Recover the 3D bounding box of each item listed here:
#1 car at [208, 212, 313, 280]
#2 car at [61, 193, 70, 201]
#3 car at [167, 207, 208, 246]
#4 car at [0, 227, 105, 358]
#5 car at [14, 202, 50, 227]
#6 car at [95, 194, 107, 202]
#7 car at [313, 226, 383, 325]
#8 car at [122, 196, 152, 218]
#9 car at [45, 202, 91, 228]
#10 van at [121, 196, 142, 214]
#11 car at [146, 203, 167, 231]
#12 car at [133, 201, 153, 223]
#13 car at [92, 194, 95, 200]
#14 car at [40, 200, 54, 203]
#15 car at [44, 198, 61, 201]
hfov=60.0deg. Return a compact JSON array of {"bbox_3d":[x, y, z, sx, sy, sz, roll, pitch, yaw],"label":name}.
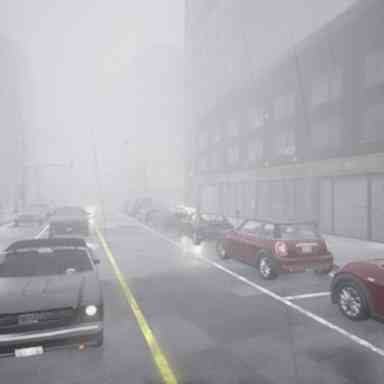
[{"bbox_3d":[2.251,1.461,10.158,1.967,1.590,4.097,0,0,-19],"label":"car"},{"bbox_3d":[-32.845,1.572,85.519,1.967,1.590,4.097,0,0,-20],"label":"car"},{"bbox_3d":[0.478,1.578,15.390,2.008,1.369,4.403,0,0,-19],"label":"car"},{"bbox_3d":[-2.666,1.607,6.076,1.895,1.301,4.718,0,0,-19],"label":"car"},{"bbox_3d":[-11.139,1.604,23.109,1.802,1.307,4.206,0,0,-19],"label":"car"},{"bbox_3d":[-20.966,1.566,77.793,1.967,1.590,4.097,0,0,-20],"label":"car"},{"bbox_3d":[4.023,1.455,4.927,1.967,1.590,4.097,0,0,-19],"label":"car"},{"bbox_3d":[-4.839,1.361,31.085,2.192,1.841,5.009,0,0,-19],"label":"car"},{"bbox_3d":[-6.622,1.498,18.097,1.882,1.535,5.008,0,0,-19],"label":"car"},{"bbox_3d":[-6.611,1.393,36.316,1.690,1.788,3.998,0,0,-19],"label":"van"},{"bbox_3d":[-1.294,1.584,20.621,2.008,1.369,4.403,0,0,-19],"label":"car"},{"bbox_3d":[-3.067,1.605,25.852,1.947,1.339,4.313,0,0,-19],"label":"car"},{"bbox_3d":[-24.830,1.732,88.423,1.802,1.307,4.206,0,0,-20],"label":"car"},{"bbox_3d":[-12.912,1.594,28.342,1.947,1.339,4.313,0,0,-19],"label":"car"},{"bbox_3d":[-14.685,1.474,33.575,1.967,1.590,4.097,0,0,-19],"label":"car"}]
